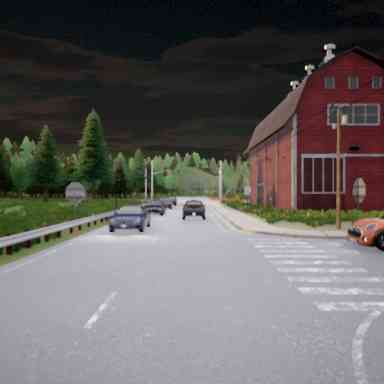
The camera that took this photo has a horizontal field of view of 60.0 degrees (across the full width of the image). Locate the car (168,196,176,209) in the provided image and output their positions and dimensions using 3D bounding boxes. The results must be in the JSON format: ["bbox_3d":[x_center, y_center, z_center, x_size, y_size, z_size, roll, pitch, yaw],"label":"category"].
[{"bbox_3d":[-3.494,1.471,42.958,1.837,1.490,4.892,0,0,0],"label":"car"}]

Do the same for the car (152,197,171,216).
[{"bbox_3d":[-3.522,1.521,32.013,2.033,1.411,5.357,0,0,0],"label":"car"}]

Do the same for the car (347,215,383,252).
[{"bbox_3d":[8.673,1.341,13.198,4.553,1.767,2.097,0,0,4],"label":"car"}]

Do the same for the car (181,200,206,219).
[{"bbox_3d":[0.167,1.481,28.848,1.837,1.490,4.892,0,0,0],"label":"car"}]

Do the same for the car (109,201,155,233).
[{"bbox_3d":[-3.555,1.510,19.666,1.812,1.442,4.674,0,0,0],"label":"car"}]
